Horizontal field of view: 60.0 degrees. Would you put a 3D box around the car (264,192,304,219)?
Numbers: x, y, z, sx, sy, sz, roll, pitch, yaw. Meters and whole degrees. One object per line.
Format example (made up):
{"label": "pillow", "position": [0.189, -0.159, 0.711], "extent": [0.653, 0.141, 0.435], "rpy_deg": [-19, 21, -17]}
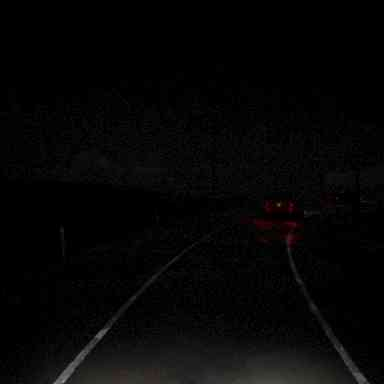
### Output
{"label": "car", "position": [6.658, 0.817, 23.692], "extent": [2.097, 1.767, 4.553], "rpy_deg": [2, 2, 27]}

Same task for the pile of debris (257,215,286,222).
{"label": "pile of debris", "position": [5.221, 1.713, 21.772], "extent": [1.500, 0.140, 1.860], "rpy_deg": [2, 2, 25]}

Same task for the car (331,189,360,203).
{"label": "car", "position": [17.451, 0.441, 37.759], "extent": [4.674, 1.442, 1.812], "rpy_deg": [-2, 3, -44]}
